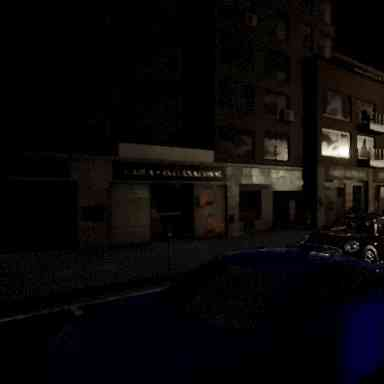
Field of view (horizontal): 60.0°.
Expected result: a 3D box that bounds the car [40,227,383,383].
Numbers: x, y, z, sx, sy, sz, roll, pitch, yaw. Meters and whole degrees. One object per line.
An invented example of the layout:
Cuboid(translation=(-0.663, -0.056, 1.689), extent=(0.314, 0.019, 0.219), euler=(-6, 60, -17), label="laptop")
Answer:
Cuboid(translation=(0.896, 1.468, 4.004), extent=(5.008, 1.535, 1.882), euler=(0, 0, -35), label="car")

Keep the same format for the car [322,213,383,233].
Cuboid(translation=(5.086, 1.408, 10.160), extent=(4.097, 1.590, 1.967), euler=(0, 0, -36), label="car")
